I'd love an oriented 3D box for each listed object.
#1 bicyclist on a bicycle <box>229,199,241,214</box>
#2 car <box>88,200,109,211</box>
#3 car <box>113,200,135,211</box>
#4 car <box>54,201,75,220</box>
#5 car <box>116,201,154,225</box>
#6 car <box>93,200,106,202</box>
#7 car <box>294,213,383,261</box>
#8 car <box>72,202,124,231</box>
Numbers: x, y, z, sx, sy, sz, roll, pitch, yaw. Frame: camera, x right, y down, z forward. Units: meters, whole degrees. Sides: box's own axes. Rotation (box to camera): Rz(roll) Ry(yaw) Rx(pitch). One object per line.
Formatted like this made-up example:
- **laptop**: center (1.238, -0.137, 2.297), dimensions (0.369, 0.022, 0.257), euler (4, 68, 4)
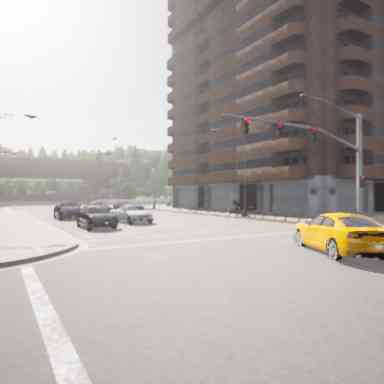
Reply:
- **bicyclist on a bicycle**: center (4.441, 1.510, 34.439), dimensions (1.656, 1.620, 0.582), euler (0, 0, -31)
- **car**: center (-13.693, 1.899, 48.610), dimensions (1.837, 1.490, 4.892), euler (0, -1, -30)
- **car**: center (-10.135, 1.948, 49.449), dimensions (1.994, 1.385, 4.181), euler (0, 0, -30)
- **car**: center (-11.446, 1.619, 30.892), dimensions (2.097, 1.767, 4.553), euler (0, 0, -31)
- **car**: center (-4.653, 1.728, 26.326), dimensions (1.812, 1.442, 4.674), euler (0, 0, -31)
- **car**: center (-9.896, 1.779, 35.149), dimensions (2.128, 1.511, 4.902), euler (0, 0, -31)
- **car**: center (5.526, 1.536, 12.551), dimensions (1.882, 1.535, 5.008), euler (0, 0, -3)
- **car**: center (-6.462, 1.691, 22.479), dimensions (1.837, 1.490, 4.892), euler (0, 0, -31)
